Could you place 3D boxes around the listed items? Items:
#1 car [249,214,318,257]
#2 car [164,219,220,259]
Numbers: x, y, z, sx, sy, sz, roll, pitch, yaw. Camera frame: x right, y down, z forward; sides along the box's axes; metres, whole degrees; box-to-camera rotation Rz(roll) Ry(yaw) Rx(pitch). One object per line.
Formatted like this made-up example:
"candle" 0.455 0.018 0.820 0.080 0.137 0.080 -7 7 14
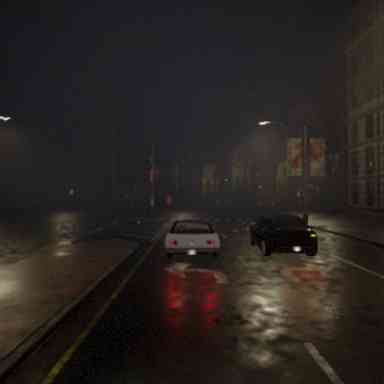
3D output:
"car" 3.516 1.643 13.491 1.837 1.490 4.892 0 0 0
"car" 0.013 1.734 13.236 1.895 1.301 4.718 0 -1 0
